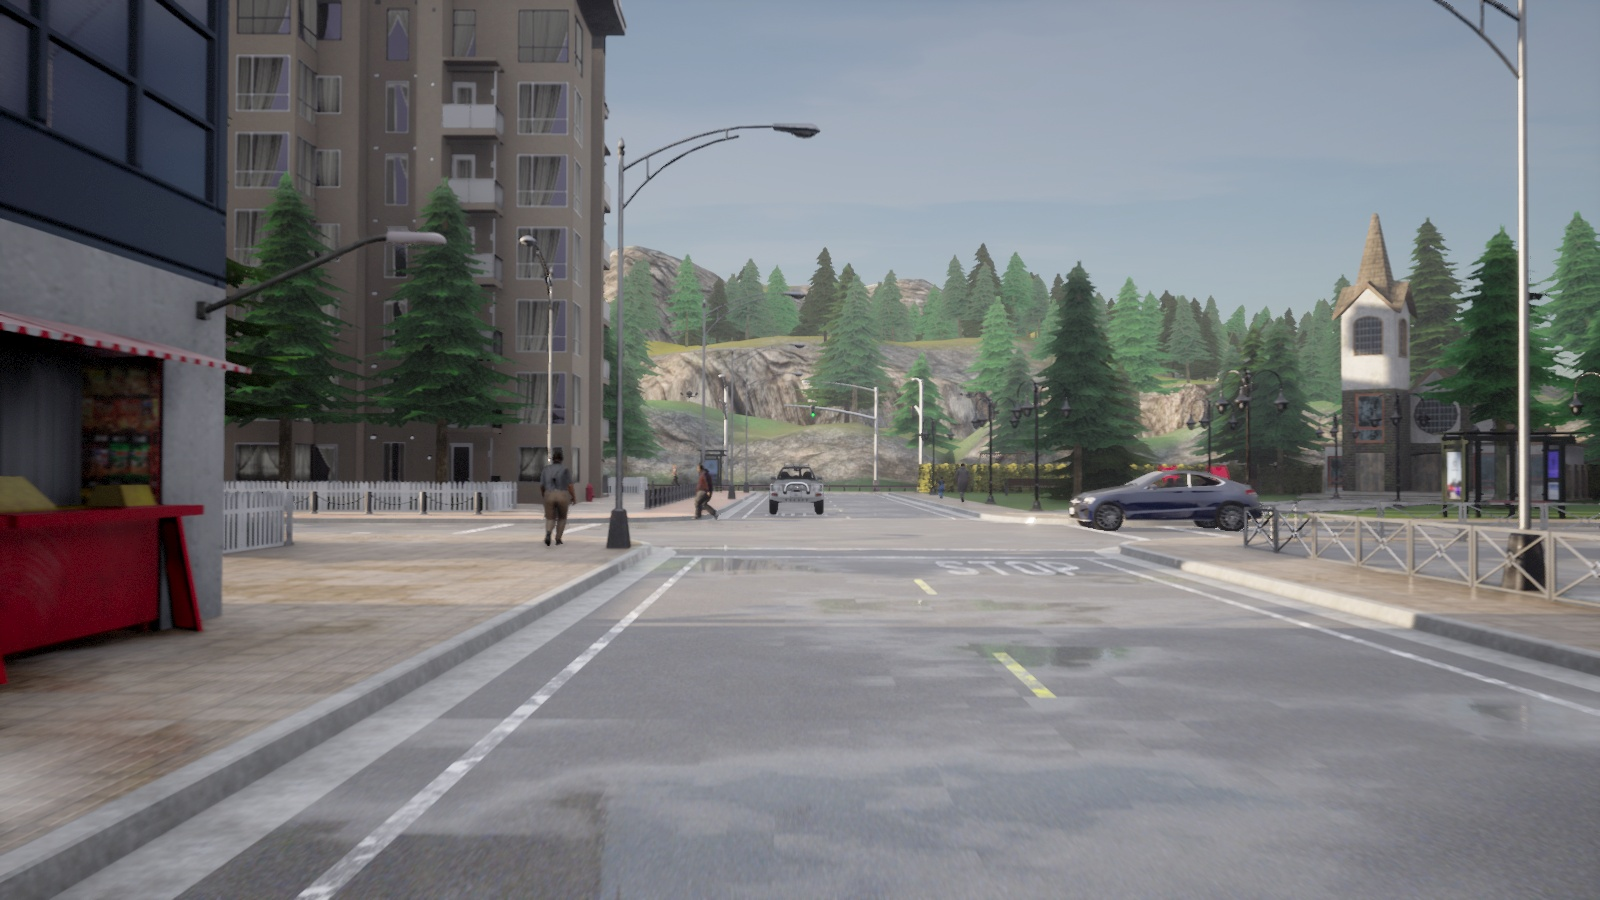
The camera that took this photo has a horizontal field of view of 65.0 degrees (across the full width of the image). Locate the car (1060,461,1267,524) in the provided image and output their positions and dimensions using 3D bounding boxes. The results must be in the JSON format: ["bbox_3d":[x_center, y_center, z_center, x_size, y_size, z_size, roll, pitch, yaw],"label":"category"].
[{"bbox_3d":[9.884,1.146,34.472,5.027,1.651,2.152,0,-1,-1],"label":"car"}]

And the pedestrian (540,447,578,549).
[{"bbox_3d":[-4.453,0.883,23.266,0.540,1.848,0.694,0,-1,3],"label":"pedestrian"}]

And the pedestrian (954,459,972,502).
[{"bbox_3d":[7.480,1.411,57.676,0.659,1.952,0.873,0,-1,-2],"label":"pedestrian"}]

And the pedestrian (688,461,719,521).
[{"bbox_3d":[-2.999,1.260,39.056,0.899,1.844,0.634,0,-1,-1],"label":"pedestrian"}]

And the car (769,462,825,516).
[{"bbox_3d":[-0.120,1.406,46.264,1.932,1.855,4.605,0,-1,0],"label":"car"}]
